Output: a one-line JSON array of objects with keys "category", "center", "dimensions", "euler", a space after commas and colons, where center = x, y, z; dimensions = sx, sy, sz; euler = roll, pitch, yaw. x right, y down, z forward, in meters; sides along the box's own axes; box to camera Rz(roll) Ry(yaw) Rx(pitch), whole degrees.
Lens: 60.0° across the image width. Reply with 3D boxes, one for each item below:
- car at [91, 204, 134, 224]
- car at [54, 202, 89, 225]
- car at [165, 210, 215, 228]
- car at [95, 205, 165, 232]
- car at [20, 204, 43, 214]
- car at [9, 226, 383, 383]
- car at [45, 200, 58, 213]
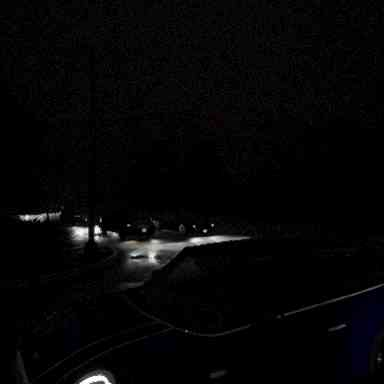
[{"category": "car", "center": [-7.451, 1.926, 30.650], "dimensions": [2.128, 1.511, 4.902], "euler": [1, -1, -36]}, {"category": "car", "center": [-9.454, 1.869, 27.436], "dimensions": [2.128, 1.511, 4.902], "euler": [1, -1, -36]}, {"category": "car", "center": [-0.762, 1.865, 21.146], "dimensions": [2.033, 1.411, 5.357], "euler": [1, -1, -35]}, {"category": "car", "center": [-3.880, 1.772, 19.480], "dimensions": [2.128, 1.511, 4.902], "euler": [1, -1, -34]}, {"category": "car", "center": [-21.651, 2.251, 44.322], "dimensions": [1.895, 1.301, 4.718], "euler": [1, -1, -36]}, {"category": "car", "center": [0.448, 1.414, 3.848], "dimensions": [4.553, 1.767, 2.097], "euler": [1, -1, -33]}, {"category": "car", "center": [-20.212, 2.080, 48.327], "dimensions": [2.097, 1.767, 4.553], "euler": [1, -1, -36]}]
